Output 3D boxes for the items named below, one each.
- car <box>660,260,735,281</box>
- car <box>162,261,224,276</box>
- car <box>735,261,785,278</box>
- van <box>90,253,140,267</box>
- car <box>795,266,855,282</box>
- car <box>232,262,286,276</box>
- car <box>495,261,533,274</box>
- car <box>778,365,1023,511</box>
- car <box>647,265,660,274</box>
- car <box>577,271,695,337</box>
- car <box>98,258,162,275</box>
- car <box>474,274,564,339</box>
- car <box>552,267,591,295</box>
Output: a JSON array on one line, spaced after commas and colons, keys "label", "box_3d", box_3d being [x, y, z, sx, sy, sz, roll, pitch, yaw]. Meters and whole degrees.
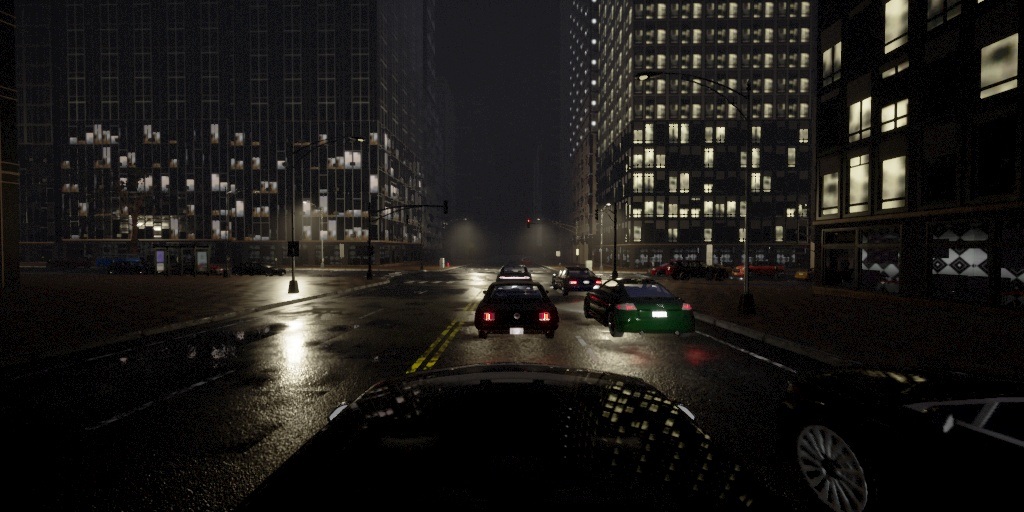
[{"label": "car", "box_3d": [16.223, 1.268, 31.626, 5.009, 1.841, 2.192, 0, 0, 1]}, {"label": "car", "box_3d": [-28.385, 1.138, 32.335, 4.207, 1.307, 1.802, 0, 0, 1]}, {"label": "car", "box_3d": [25.512, 1.293, 37.230, 4.553, 1.767, 2.097, 1, 1, 1]}, {"label": "van", "box_3d": [-45.248, 0.605, 41.187, 3.998, 1.789, 1.690, 0, 0, 1]}, {"label": "car", "box_3d": [27.671, 1.578, 31.416, 4.829, 1.417, 1.751, 0, 0, 1]}, {"label": "car", "box_3d": [-22.701, 1.173, 32.195, 4.313, 1.339, 1.948, 0, 0, 1]}, {"label": "car", "box_3d": [0.117, 1.232, 19.286, 2.128, 1.511, 4.902, 0, 0, 0]}, {"label": "car", "box_3d": [3.341, 1.242, 1.290, 2.128, 1.511, 4.902, 0, 0, 0]}, {"label": "car", "box_3d": [16.314, 1.425, 37.401, 4.181, 1.385, 1.994, 1, 1, 1]}, {"label": "car", "box_3d": [3.366, 1.310, 10.258, 1.994, 1.385, 4.181, 0, 0, -1]}, {"label": "car", "box_3d": [-34.066, 1.069, 32.514, 4.313, 1.339, 1.948, 0, 0, 1]}, {"label": "car", "box_3d": [0.107, 1.347, 10.030, 1.895, 1.301, 4.718, 0, 0, 0]}, {"label": "car", "box_3d": [3.402, 1.288, 19.487, 2.033, 1.411, 5.357, 0, 0, -3]}]
